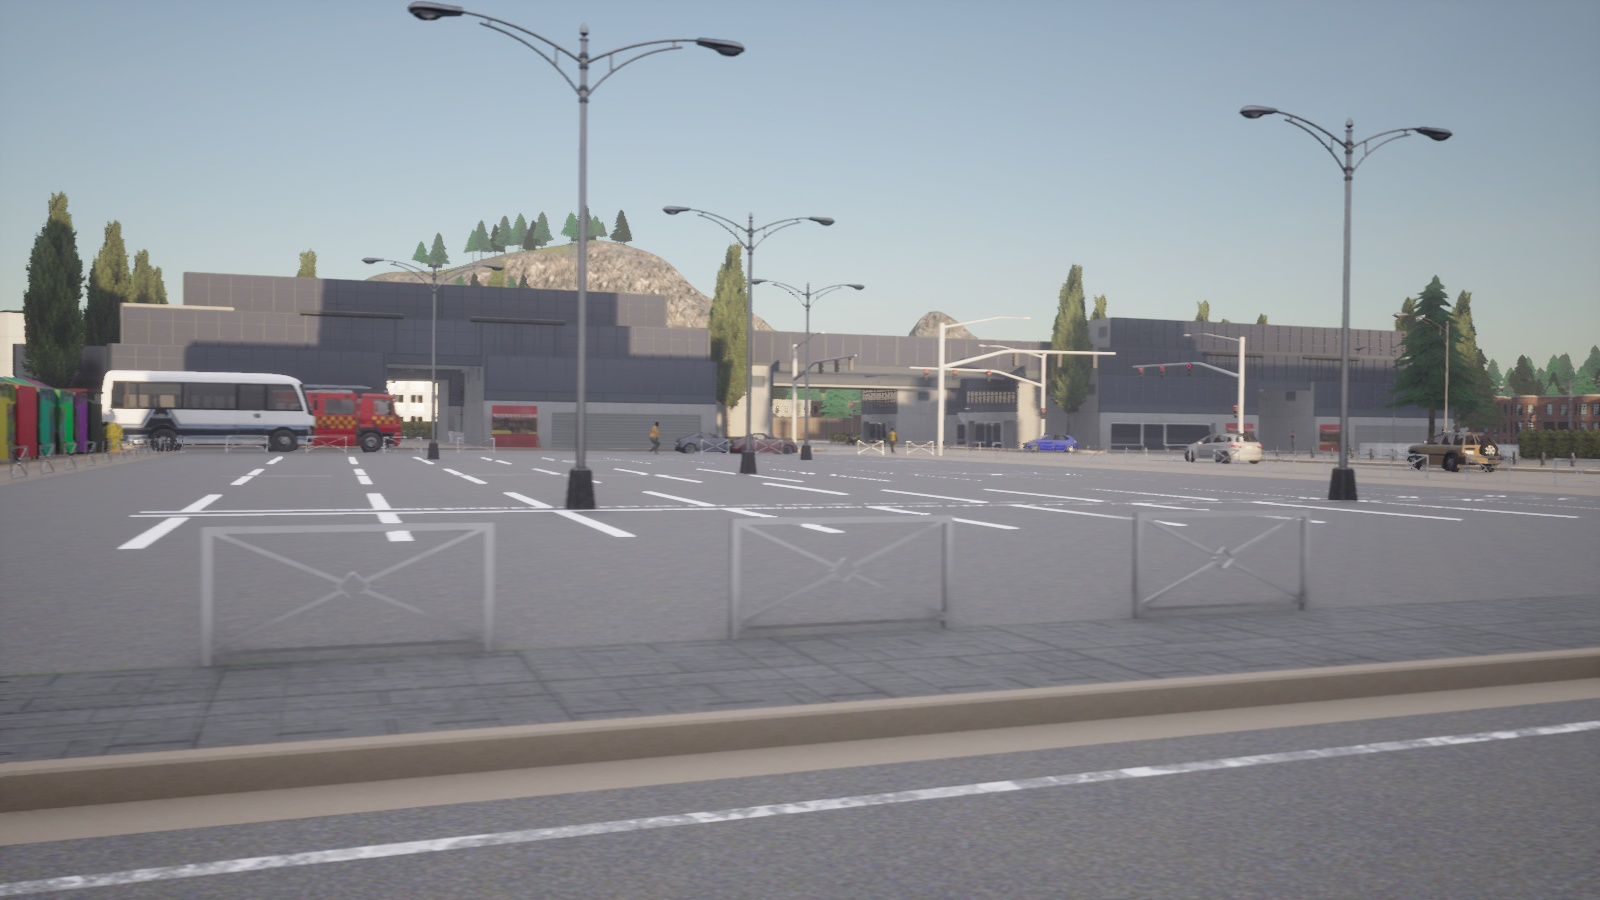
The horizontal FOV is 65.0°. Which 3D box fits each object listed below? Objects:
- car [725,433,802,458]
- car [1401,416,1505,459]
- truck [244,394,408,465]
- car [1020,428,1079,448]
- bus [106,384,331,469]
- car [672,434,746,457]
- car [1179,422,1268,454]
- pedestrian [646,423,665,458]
[{"bbox_3d":[-2.216,-0.291,75.717,4.181,1.385,1.994,-1,1,-20],"label":"car"},{"bbox_3d":[29.640,-0.581,57.166,1.932,1.855,4.605,-1,1,-6],"label":"car"},{"bbox_3d":[-26.655,-1.178,70.987,8.468,3.827,2.891,-1,1,-19],"label":"truck"},{"bbox_3d":[19.158,-0.909,96.397,4.193,1.474,1.816,-1,1,2],"label":"car"},{"bbox_3d":[-30.267,-1.271,66.047,10.273,4.253,3.944,-1,1,-19],"label":"bus"},{"bbox_3d":[-5.668,-0.294,78.220,4.181,1.385,1.994,-1,1,-18],"label":"car"},{"bbox_3d":[23.181,-0.674,68.912,2.242,1.667,4.611,-1,1,-20],"label":"car"},{"bbox_3d":[-7.865,-0.514,68.302,0.900,1.855,0.874,-1,1,-14],"label":"pedestrian"}]
